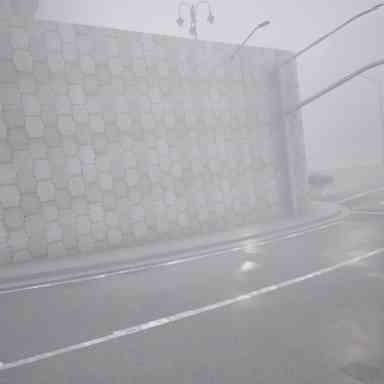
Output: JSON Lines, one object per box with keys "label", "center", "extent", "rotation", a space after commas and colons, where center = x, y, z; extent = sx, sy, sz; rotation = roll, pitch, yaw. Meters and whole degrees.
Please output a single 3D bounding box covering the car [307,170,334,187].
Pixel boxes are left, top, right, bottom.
{"label": "car", "center": [11.004, -1.315, 31.357], "extent": [1.812, 1.442, 4.674], "rotation": [-11, 7, -35]}
